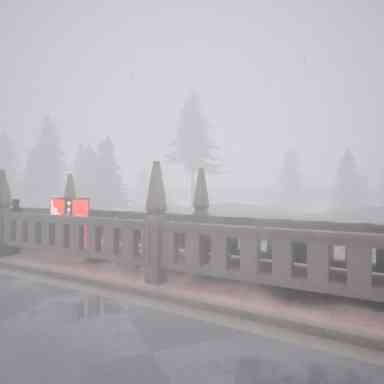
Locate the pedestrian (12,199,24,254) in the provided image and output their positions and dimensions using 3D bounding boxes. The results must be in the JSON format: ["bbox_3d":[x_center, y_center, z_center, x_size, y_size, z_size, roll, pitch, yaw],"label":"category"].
[{"bbox_3d":[-5.964,1.138,11.245,0.375,1.860,0.375,1,1,29],"label":"pedestrian"}]

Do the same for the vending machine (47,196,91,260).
[{"bbox_3d":[-4.286,1.191,11.640,0.880,2.100,1.100,1,0,30],"label":"vending machine"}]
